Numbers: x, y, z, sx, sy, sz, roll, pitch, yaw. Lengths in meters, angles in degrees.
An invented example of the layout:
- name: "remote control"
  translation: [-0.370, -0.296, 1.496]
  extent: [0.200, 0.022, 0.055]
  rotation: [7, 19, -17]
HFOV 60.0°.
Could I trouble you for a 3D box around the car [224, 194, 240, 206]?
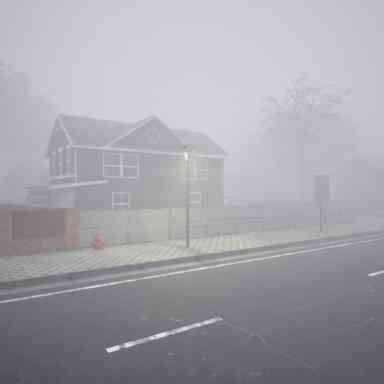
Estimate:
- name: "car"
  translation: [5.089, 1.271, 45.373]
  extent: [2.150, 2.045, 5.566]
  rotation: [0, 1, -35]
